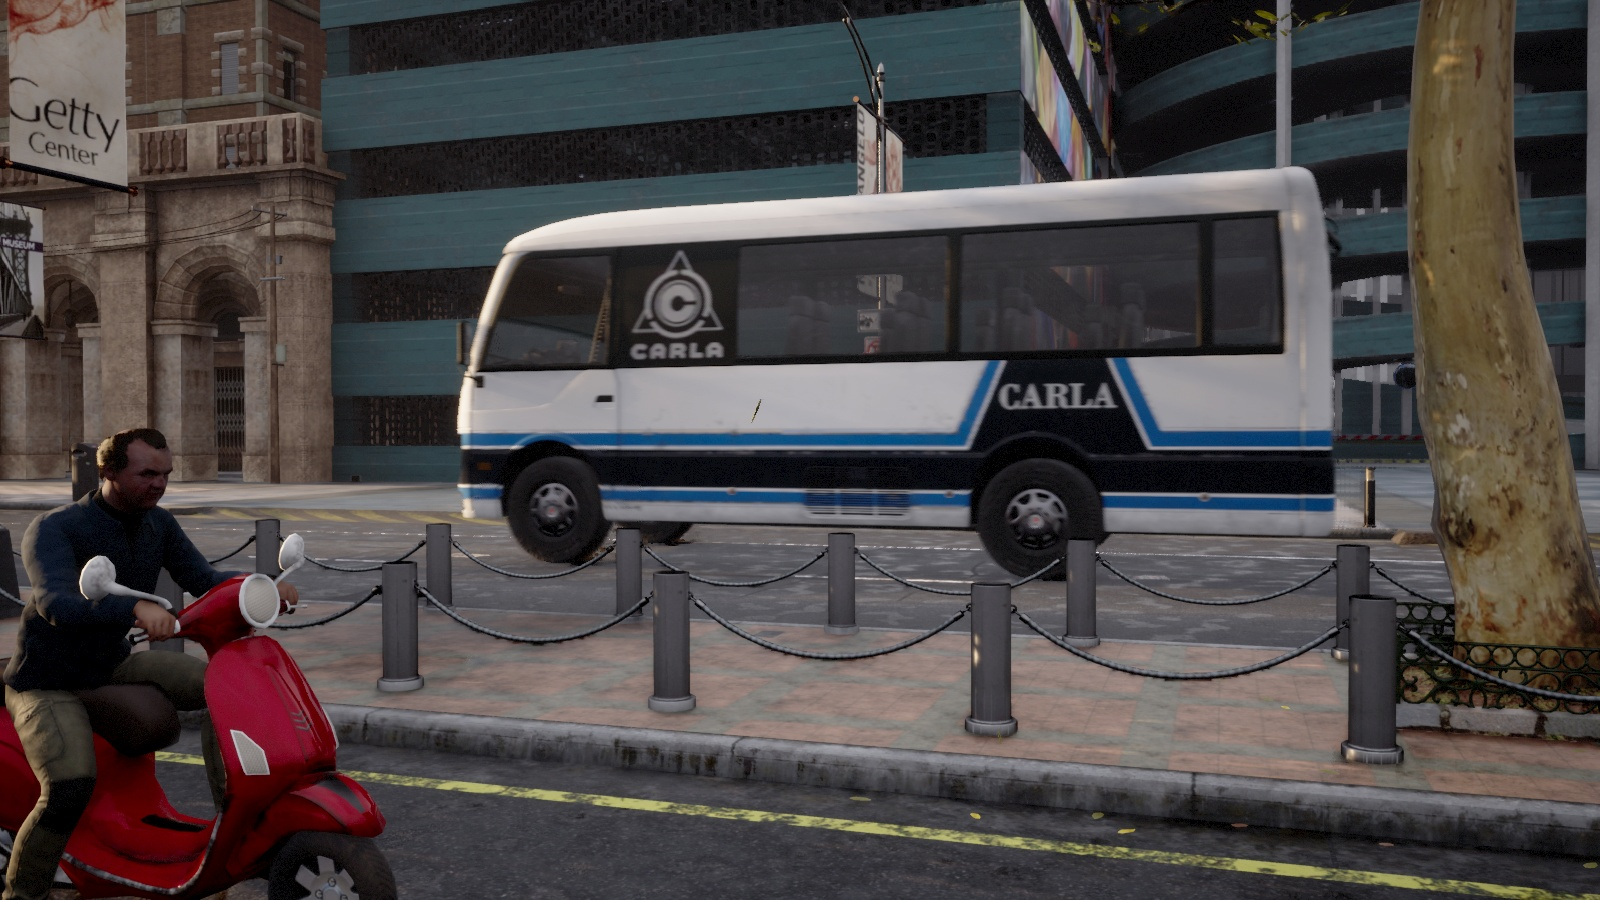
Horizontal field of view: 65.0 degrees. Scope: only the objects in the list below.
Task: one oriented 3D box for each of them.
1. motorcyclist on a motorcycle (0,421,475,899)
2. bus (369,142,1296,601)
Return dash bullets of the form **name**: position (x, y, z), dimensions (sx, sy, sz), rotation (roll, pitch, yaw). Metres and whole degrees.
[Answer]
- **motorcyclist on a motorcycle**: position (-2.034, 0.710, 3.877), dimensions (1.817, 1.590, 0.866), rotation (1, 1, 19)
- **bus**: position (0.359, -0.792, 15.180), dimensions (10.273, 4.253, 3.944), rotation (1, 1, 19)
